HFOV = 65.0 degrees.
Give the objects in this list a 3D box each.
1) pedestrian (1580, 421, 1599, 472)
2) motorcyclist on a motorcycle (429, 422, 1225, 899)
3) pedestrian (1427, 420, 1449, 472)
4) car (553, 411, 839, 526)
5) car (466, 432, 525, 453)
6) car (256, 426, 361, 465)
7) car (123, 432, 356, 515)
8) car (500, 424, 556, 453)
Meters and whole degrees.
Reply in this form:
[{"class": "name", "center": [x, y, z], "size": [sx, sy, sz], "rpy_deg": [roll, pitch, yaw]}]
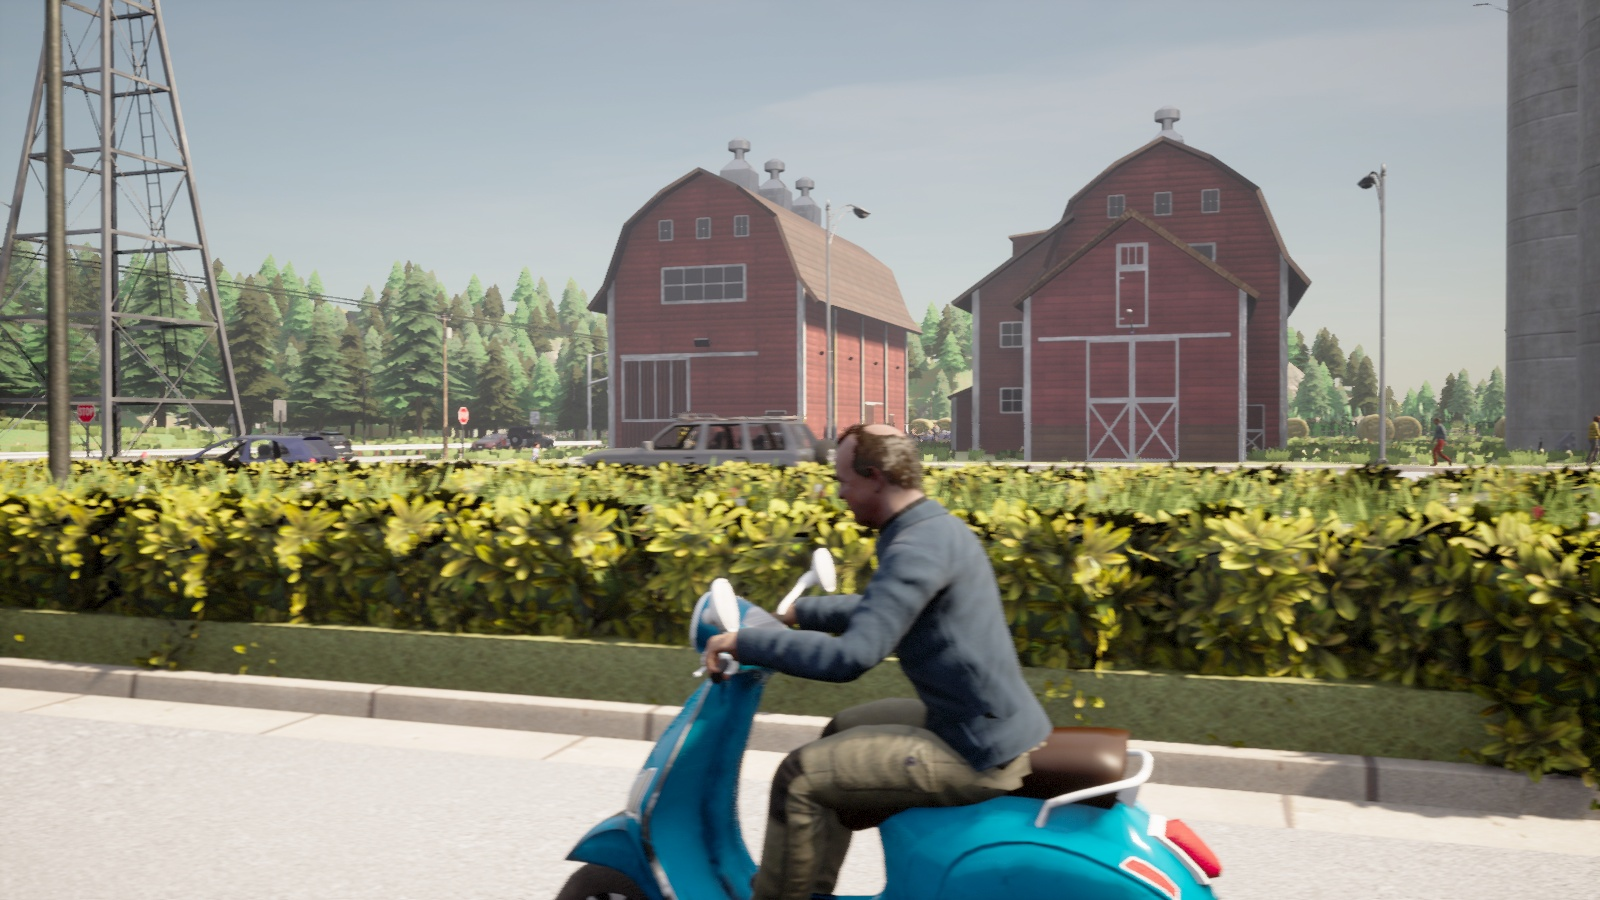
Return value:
[{"class": "pedestrian", "center": [28.270, -0.129, 44.748], "size": [0.726, 1.835, 0.370], "rpy_deg": [0, 1, 16]}, {"class": "motorcyclist on a motorcycle", "center": [0.102, 0.730, 3.159], "size": [1.817, 1.590, 0.866], "rpy_deg": [1, 1, 19]}, {"class": "pedestrian", "center": [22.795, -0.151, 44.884], "size": [0.614, 1.847, 0.353], "rpy_deg": [0, 1, 14]}, {"class": "car", "center": [-1.798, 0.282, 22.019], "size": [4.605, 1.855, 1.932], "rpy_deg": [0, 1, 18]}, {"class": "car", "center": [-20.778, -0.563, 85.859], "size": [1.994, 1.385, 4.181], "rpy_deg": [1, 1, 19]}, {"class": "car", "center": [-22.270, -0.237, 56.816], "size": [4.856, 1.649, 2.033], "rpy_deg": [1, 2, 34]}, {"class": "car", "center": [-10.663, 0.415, 24.054], "size": [3.633, 1.501, 1.845], "rpy_deg": [0, 1, 3]}, {"class": "car", "center": [-17.979, -0.778, 83.224], "size": [1.905, 1.878, 3.866], "rpy_deg": [1, 1, 19]}]
